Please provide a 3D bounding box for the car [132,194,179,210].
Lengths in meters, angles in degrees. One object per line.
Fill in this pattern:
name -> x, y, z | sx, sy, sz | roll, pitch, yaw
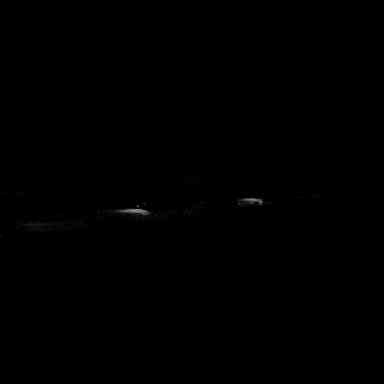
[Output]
car -> -3.469, 0.883, 32.956 | 2.033, 1.411, 5.357 | 1, 2, 35

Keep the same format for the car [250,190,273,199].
car -> 11.169, 0.381, 53.376 | 1.895, 1.301, 4.718 | 1, 2, 36

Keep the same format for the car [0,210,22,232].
car -> -10.051, 1.324, 15.483 | 1.882, 1.535, 5.008 | -1, 2, 5

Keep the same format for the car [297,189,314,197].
car -> 20.729, 0.126, 60.558 | 1.882, 1.535, 5.008 | 1, 2, 35

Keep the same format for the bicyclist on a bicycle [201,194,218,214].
bicyclist on a bicycle -> 1.374, 0.986, 26.666 | 1.656, 1.620, 0.582 | 0, 1, 35

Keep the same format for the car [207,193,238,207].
car -> 3.374, 0.823, 36.189 | 1.994, 1.385, 4.181 | 1, 2, 35
